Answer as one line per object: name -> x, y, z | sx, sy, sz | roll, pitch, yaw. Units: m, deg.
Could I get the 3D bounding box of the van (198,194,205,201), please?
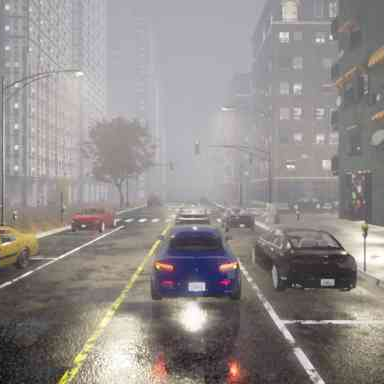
van -> 2.524, 1.424, 85.344 | 1.690, 1.788, 3.998 | 0, 0, 0

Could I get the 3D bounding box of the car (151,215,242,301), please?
car -> 0.078, 1.526, 8.232 | 1.812, 1.442, 4.674 | 0, 0, 0

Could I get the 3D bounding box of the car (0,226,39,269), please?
car -> -5.704, 1.526, 8.566 | 1.752, 1.417, 4.829 | 0, 0, 0

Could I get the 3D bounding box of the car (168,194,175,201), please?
car -> -5.856, 1.649, 85.328 | 1.947, 1.339, 4.313 | 0, 0, 0

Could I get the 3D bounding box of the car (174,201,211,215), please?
car -> 0.045, 1.495, 18.334 | 2.128, 1.511, 4.902 | 0, 0, 0

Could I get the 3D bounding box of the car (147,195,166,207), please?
car -> -5.791, 1.349, 52.190 | 2.192, 1.841, 5.009 | 0, 0, 0

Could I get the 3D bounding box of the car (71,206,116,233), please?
car -> -5.726, 1.549, 19.802 | 1.887, 1.381, 4.507 | 0, 0, 0

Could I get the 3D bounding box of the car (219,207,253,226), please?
car -> 2.654, 1.555, 19.818 | 2.008, 1.369, 4.403 | 0, 0, 0

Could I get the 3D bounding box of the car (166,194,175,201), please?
car -> -5.867, 1.409, 90.850 | 2.192, 1.841, 5.009 | 0, 0, 0

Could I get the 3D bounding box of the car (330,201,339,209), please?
car -> 18.749, 1.259, 39.310 | 4.829, 1.417, 1.752 | -1, 1, -1

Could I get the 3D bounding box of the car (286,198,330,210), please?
car -> 13.352, 1.359, 39.245 | 4.403, 1.369, 2.008 | -1, 1, -1

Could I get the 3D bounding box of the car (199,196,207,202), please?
car -> 2.535, 1.598, 79.990 | 1.752, 1.417, 4.829 | 0, 0, 0

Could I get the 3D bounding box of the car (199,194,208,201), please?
car -> 2.547, 1.630, 74.298 | 1.947, 1.339, 4.313 | 0, 0, 0

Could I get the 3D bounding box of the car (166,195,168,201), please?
car -> -5.802, 1.607, 57.713 | 1.947, 1.339, 4.313 | 0, 0, 0

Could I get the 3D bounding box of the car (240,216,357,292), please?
car -> 2.676, 1.552, 8.752 | 2.008, 1.369, 4.403 | 0, 0, 0
